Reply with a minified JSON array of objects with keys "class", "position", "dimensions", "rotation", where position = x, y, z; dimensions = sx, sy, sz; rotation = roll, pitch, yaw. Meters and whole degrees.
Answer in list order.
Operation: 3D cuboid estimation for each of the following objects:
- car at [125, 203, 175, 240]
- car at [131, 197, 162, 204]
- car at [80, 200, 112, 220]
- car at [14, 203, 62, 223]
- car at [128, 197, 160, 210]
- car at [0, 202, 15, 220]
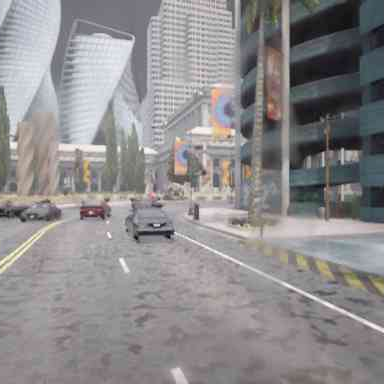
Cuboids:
[{"class":"car","position":[-2.298,1.521,17.114],"dimensions":[2.033,1.411,5.357],"rotation":[0,0,-17]},{"class":"car","position":[-4.393,1.494,35.166],"dimensions":[2.033,1.411,5.357],"rotation":[0,0,9]},{"class":"car","position":[-7.901,1.436,27.669],"dimensions":[1.882,1.535,5.008],"rotation":[0,0,-5]},{"class":"car","position":[-11.403,1.526,25.305],"dimensions":[1.994,1.385,4.181],"rotation":[0,0,-6]},{"class":"car","position":[-5.993,1.427,42.337],"dimensions":[2.128,1.511,4.902],"rotation":[0,0,18]},{"class":"car","position":[-15.192,1.559,27.782],"dimensions":[1.895,1.301,4.718],"rotation":[0,0,-2]}]
